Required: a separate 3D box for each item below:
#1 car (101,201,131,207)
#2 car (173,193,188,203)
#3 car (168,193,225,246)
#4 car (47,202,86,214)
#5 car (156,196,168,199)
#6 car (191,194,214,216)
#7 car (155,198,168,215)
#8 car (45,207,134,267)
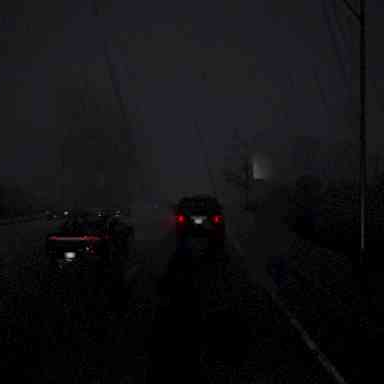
[{"bbox_3d":[-6.371,1.515,27.956,1.837,1.490,4.892,0,0,3],"label":"car"},{"bbox_3d":[-2.361,1.253,69.939,2.150,2.045,5.566,0,0,7],"label":"car"},{"bbox_3d":[0.329,1.229,15.561,2.150,2.045,5.566,0,0,2],"label":"car"},{"bbox_3d":[-9.938,1.534,26.775,1.812,1.442,4.674,0,0,3],"label":"car"},{"bbox_3d":[-6.111,1.498,68.309,1.882,1.535,5.008,0,0,7],"label":"car"},{"bbox_3d":[1.171,1.237,33.883,2.150,2.045,5.566,0,0,4],"label":"car"},{"bbox_3d":[-2.374,1.615,33.275,1.895,1.301,4.718,0,0,4],"label":"car"},{"bbox_3d":[-3.268,1.497,11.472,2.128,1.511,4.902,0,0,1],"label":"car"}]
